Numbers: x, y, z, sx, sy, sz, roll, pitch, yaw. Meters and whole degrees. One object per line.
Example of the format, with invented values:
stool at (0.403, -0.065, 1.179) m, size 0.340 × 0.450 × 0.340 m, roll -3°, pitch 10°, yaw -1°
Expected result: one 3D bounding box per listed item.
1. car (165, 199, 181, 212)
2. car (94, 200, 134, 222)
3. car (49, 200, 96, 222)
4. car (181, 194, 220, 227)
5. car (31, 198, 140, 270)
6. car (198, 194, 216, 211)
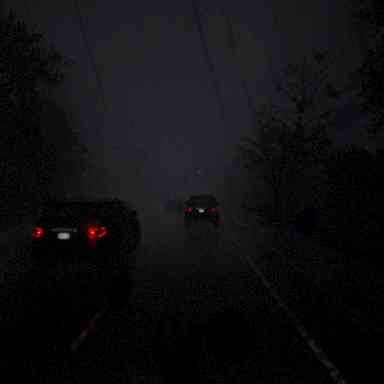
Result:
car at (-1.882, 1.497, 37.889) m, size 2.128 × 1.511 × 4.902 m, roll 0°, pitch 0°, yaw 4°
car at (-6.262, 1.479, 27.369) m, size 1.882 × 1.535 × 5.008 m, roll 0°, pitch 0°, yaw 3°
car at (-9.751, 1.477, 27.663) m, size 1.882 × 1.535 × 5.008 m, roll 0°, pitch 0°, yaw 3°
car at (0.704, 1.226, 22.761) m, size 2.150 × 2.045 × 5.566 m, roll 0°, pitch 0°, yaw 3°
car at (-3.223, 1.222, 11.216) m, size 2.150 × 2.045 × 5.566 m, roll 0°, pitch 0°, yaw 1°
car at (1.958, 1.228, 42.312) m, size 2.150 × 2.045 × 5.566 m, roll 0°, pitch 0°, yaw 5°
